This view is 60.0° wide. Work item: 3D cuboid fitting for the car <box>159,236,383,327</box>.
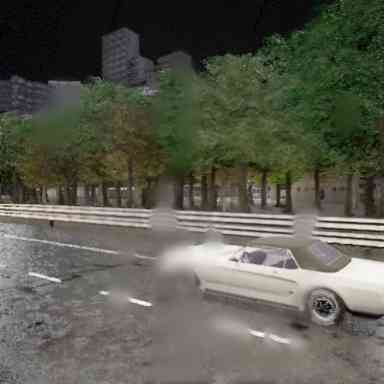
[{"bbox_3d":[1.597,1.604,7.031,4.718,1.301,1.895,0,0,36],"label":"car"}]
